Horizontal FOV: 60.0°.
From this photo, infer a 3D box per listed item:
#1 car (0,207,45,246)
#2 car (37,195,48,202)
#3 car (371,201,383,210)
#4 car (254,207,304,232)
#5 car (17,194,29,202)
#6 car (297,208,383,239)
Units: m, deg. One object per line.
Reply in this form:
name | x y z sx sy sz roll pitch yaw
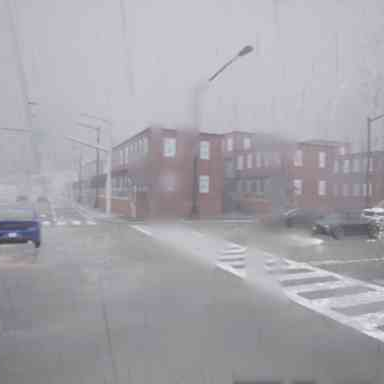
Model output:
car | -7.511 1.401 14.404 1.882 1.535 5.008 1 0 -23
car | -29.655 1.280 65.943 2.033 1.411 5.357 1 0 -23
car | 15.555 1.646 25.577 5.566 2.045 2.150 1 0 -23
car | 6.365 1.719 21.650 4.902 1.511 2.128 1 0 -23
car | -32.852 1.172 64.522 1.837 1.490 4.892 1 0 -23
car | 8.428 1.817 18.723 4.181 1.385 1.994 1 0 -23
